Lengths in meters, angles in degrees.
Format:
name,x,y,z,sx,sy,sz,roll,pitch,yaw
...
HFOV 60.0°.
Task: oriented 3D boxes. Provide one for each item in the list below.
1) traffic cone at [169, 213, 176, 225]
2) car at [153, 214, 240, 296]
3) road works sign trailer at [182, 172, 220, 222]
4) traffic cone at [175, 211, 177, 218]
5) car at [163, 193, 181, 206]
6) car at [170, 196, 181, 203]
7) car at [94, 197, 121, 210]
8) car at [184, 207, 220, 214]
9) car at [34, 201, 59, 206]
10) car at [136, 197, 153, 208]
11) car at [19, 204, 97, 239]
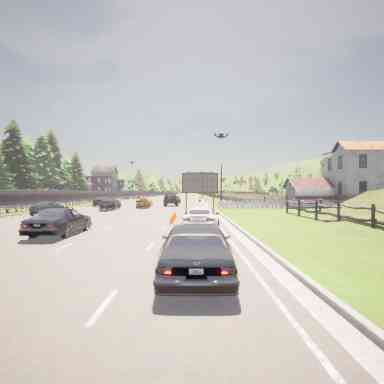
name,x,y,z,sx,sy,sz,roll,pitch,yaw
traffic cone,-1.459,1.955,23.139,0.340,0.580,0.340,0,0,0
car,0.108,1.547,8.782,2.033,1.411,5.357,0,0,1
road works sign trailer,0.513,0.464,22.049,2.380,3.560,2.880,0,0,-4
traffic cone,-1.456,1.955,25.139,0.340,0.580,0.340,0,0,0
car,-3.334,1.221,53.319,2.150,2.045,5.566,0,0,0
car,-3.315,1.564,68.534,1.994,1.385,4.181,0,0,0
car,-10.347,1.492,42.245,2.128,1.511,4.902,0,0,0
car,0.522,1.538,18.435,1.812,1.442,4.674,0,-1,6
car,-13.860,1.563,31.996,1.994,1.385,4.181,0,0,0
car,-6.840,1.477,48.249,1.882,1.535,5.008,0,0,0
car,-6.879,1.547,17.310,2.033,1.411,5.357,0,0,0
